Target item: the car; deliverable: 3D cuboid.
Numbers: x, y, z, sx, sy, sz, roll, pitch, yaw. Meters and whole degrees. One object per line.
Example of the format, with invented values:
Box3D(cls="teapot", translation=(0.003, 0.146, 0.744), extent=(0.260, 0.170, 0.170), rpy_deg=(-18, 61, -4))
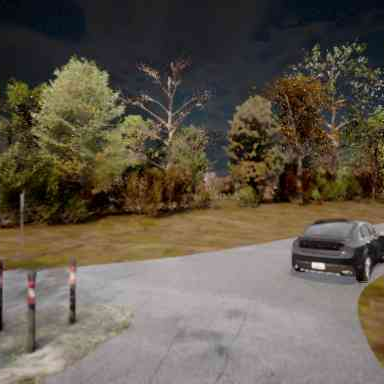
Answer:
Box3D(cls="car", translation=(4.615, 1.561, 10.107), extent=(1.837, 1.490, 4.892), rpy_deg=(-1, 0, 38))
